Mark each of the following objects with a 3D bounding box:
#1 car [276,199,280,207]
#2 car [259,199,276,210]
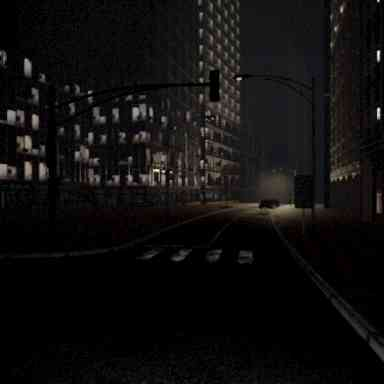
[{"bbox_3d":[14.755,1.995,60.315,1.837,1.490,4.892,0,-1,22],"label":"car"},{"bbox_3d":[11.370,1.894,50.879,1.837,1.490,4.892,0,-1,18],"label":"car"}]
